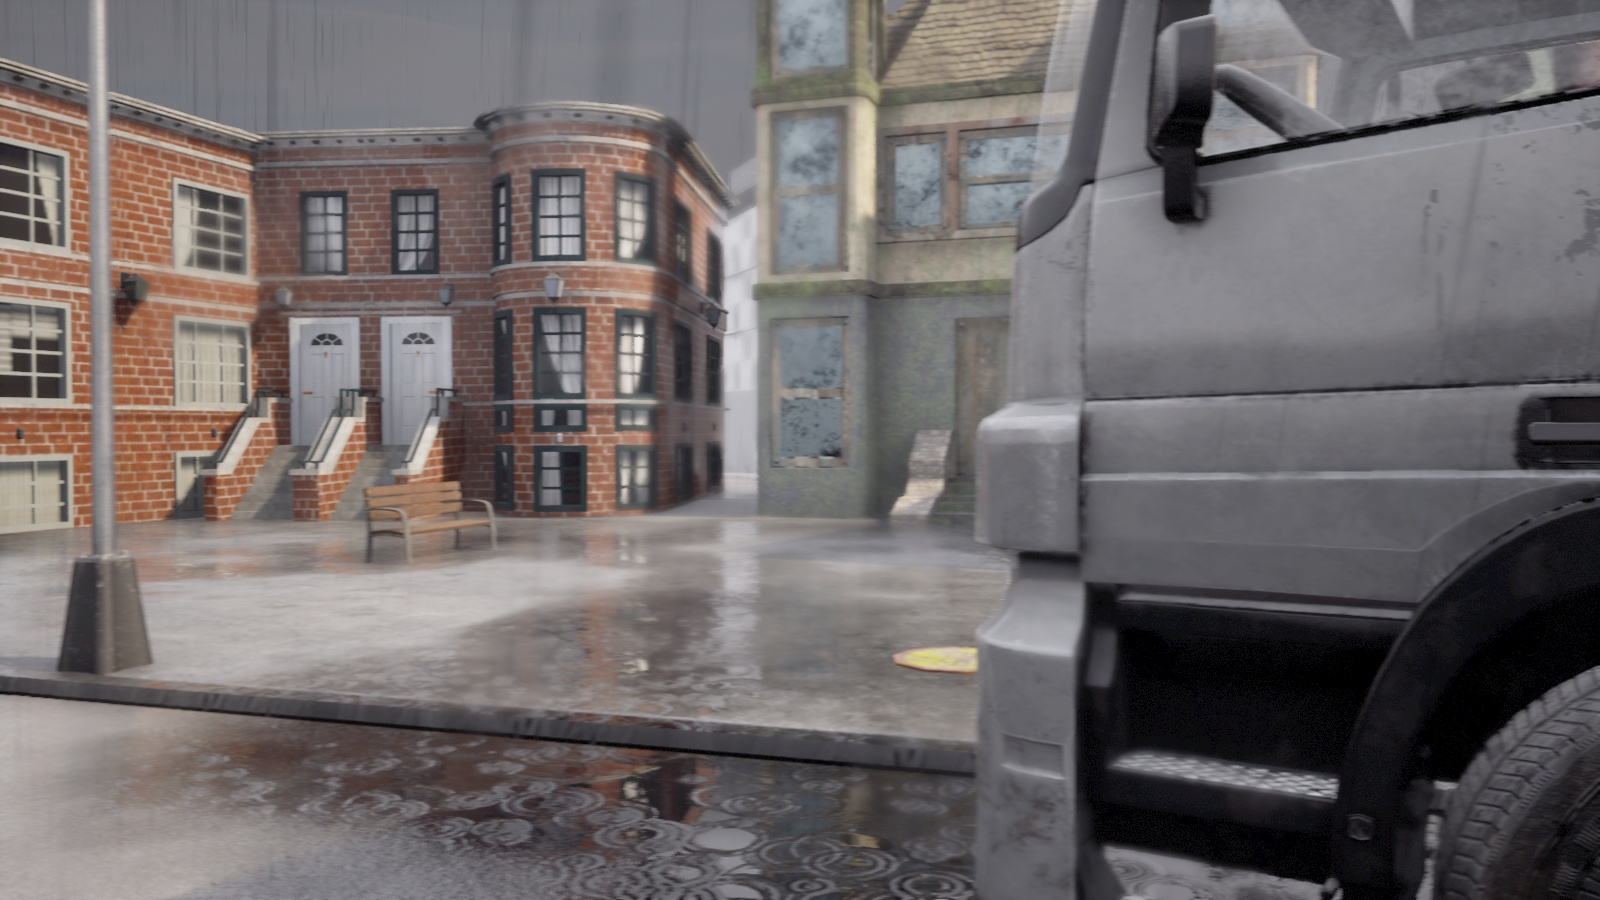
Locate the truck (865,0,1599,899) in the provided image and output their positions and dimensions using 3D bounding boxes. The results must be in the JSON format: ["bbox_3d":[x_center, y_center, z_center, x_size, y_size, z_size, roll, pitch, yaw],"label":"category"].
[{"bbox_3d":[4.293,-0.174,2.185,7.936,3.462,2.891,1,1,32],"label":"truck"}]
